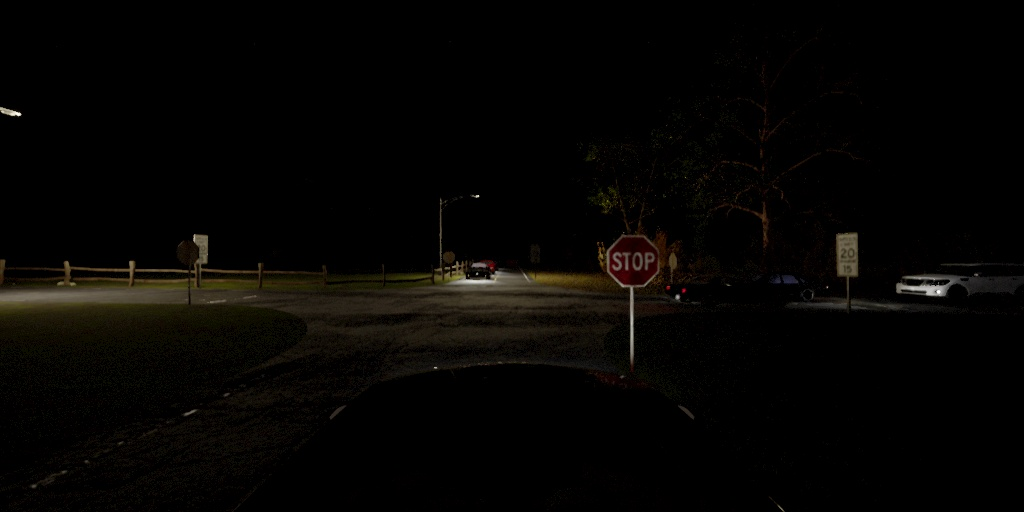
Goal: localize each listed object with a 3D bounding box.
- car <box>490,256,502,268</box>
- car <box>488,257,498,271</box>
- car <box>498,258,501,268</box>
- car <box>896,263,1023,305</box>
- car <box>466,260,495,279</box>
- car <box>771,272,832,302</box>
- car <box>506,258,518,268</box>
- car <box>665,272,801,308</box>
[{"bbox_3d":[-2.837,0.992,60.504,2.150,2.045,5.566,0,0,0],"label":"car"},{"bbox_3d":[-2.890,1.231,40.406,1.882,1.535,5.008,0,0,0],"label":"car"},{"bbox_3d":[-2.897,1.361,49.753,1.895,1.301,4.718,0,0,0],"label":"car"},{"bbox_3d":[23.166,1.355,18.293,5.566,2.045,2.150,1,-1,0],"label":"car"},{"bbox_3d":[-2.885,1.313,31.680,1.994,1.385,4.181,0,0,0],"label":"car"},{"bbox_3d":[12.959,1.529,18.178,5.357,1.411,2.033,1,-1,-2],"label":"car"},{"bbox_3d":[0.018,1.126,63.874,2.097,1.767,4.553,0,0,0],"label":"car"},{"bbox_3d":[9.267,1.485,15.415,4.718,1.301,1.895,1,-1,-4],"label":"car"}]
